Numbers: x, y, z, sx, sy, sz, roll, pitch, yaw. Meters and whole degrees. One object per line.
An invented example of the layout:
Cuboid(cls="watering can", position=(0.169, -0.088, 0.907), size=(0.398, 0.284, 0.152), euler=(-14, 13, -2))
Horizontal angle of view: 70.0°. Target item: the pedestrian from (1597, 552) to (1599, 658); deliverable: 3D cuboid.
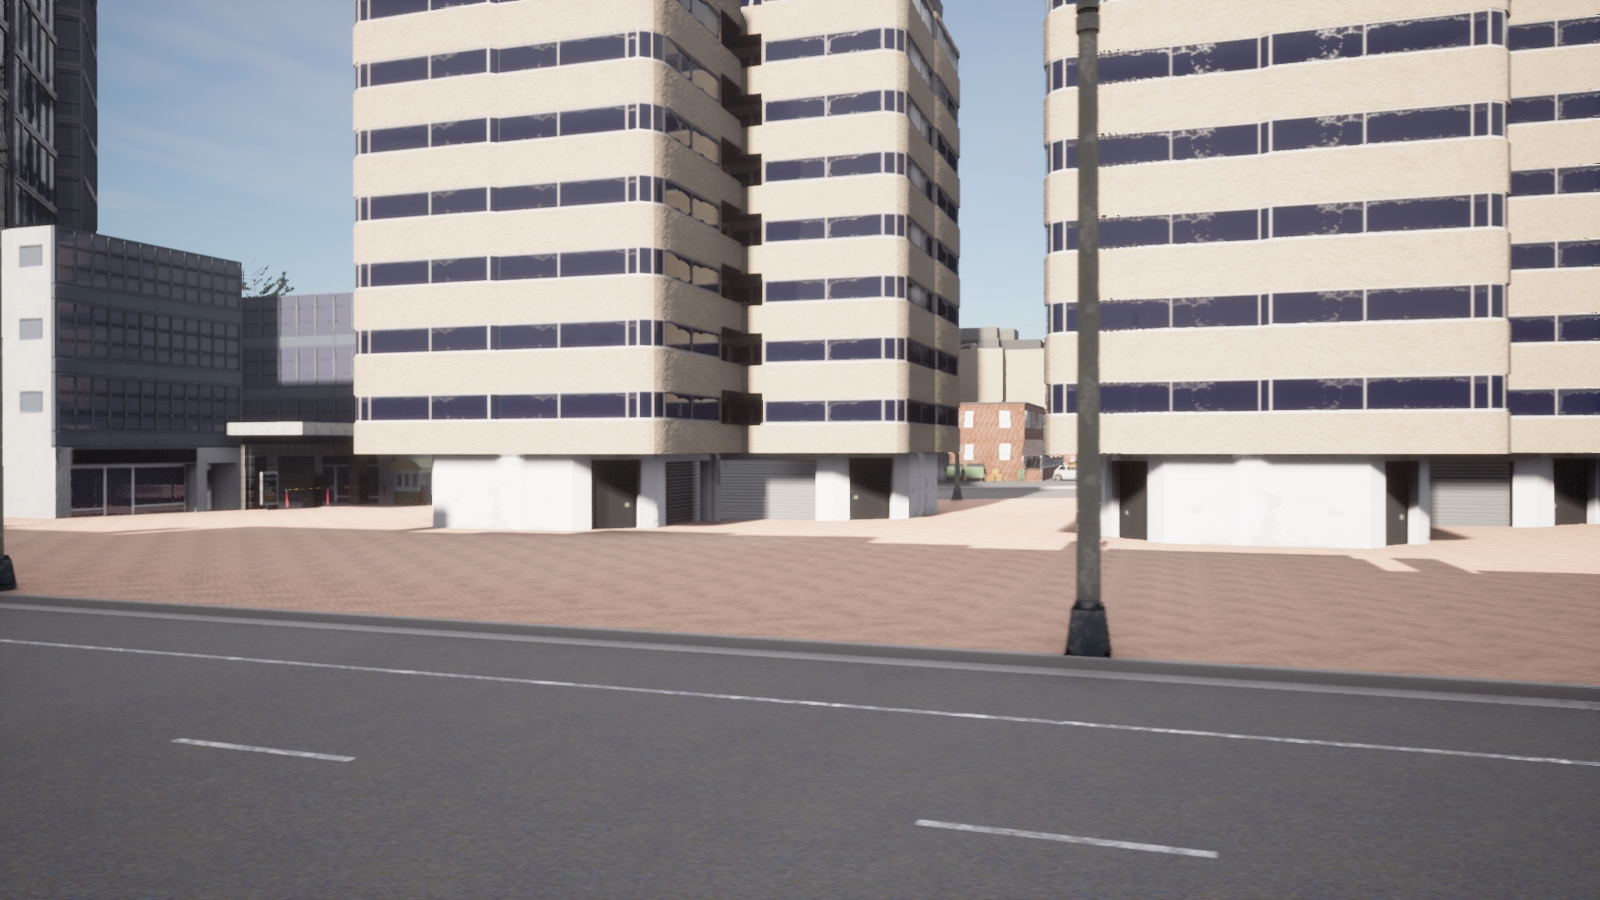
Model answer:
Cuboid(cls="pedestrian", position=(10.115, 1.936, 14.102), size=(0.375, 1.300, 0.375), euler=(0, 0, 21))
